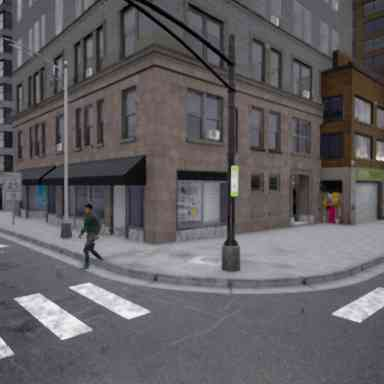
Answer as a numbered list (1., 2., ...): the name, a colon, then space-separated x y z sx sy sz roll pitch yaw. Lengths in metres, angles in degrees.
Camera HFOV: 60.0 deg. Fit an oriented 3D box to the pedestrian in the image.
1. pedestrian: -2.821 1.182 9.164 0.375 1.860 0.375 -1 2 -43
